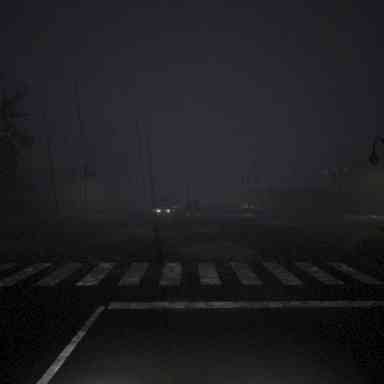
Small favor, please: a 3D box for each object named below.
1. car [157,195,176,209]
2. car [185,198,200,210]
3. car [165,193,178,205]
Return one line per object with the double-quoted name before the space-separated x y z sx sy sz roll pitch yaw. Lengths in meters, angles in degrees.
"car" -3.606 1.547 44.760 2.033 1.411 5.357 0 0 0
"car" 0.083 1.491 42.926 2.128 1.511 4.902 0 0 0
"car" -3.584 1.221 55.335 2.150 2.045 5.566 0 0 0
